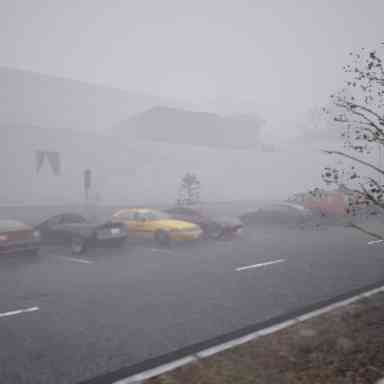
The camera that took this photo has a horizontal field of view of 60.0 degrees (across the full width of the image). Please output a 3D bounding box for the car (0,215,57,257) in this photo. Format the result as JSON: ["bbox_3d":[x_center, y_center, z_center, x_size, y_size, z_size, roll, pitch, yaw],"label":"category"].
[{"bbox_3d":[-7.078,1.528,11.557,4.674,1.452,2.002,-1,0,35],"label":"car"}]

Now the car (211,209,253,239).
[{"bbox_3d":[0.241,1.437,16.740,4.792,1.488,2.163,-1,-1,35],"label":"car"}]

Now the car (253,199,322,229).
[{"bbox_3d":[5.080,1.370,20.215,4.674,1.452,2.002,-1,0,35],"label":"car"}]

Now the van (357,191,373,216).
[{"bbox_3d":[10.034,1.011,23.618,4.442,1.987,1.878,-1,0,35],"label":"van"}]

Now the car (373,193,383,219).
[{"bbox_3d":[12.390,0.938,25.398,5.566,2.045,2.435,-1,0,35],"label":"car"}]

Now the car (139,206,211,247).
[{"bbox_3d":[-2.060,1.433,14.925,5.366,1.575,1.946,-1,-1,35],"label":"car"}]

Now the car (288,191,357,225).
[{"bbox_3d":[7.477,1.036,21.962,5.566,2.045,2.435,-1,0,35],"label":"car"}]

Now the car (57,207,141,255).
[{"bbox_3d":[-4.675,1.498,13.306,4.792,1.488,2.163,-1,0,35],"label":"car"}]
